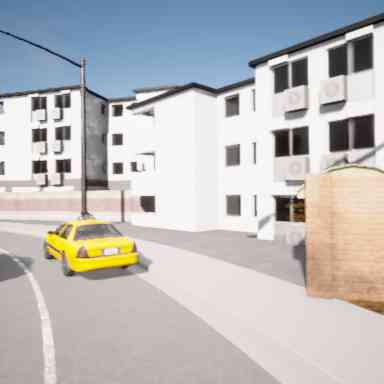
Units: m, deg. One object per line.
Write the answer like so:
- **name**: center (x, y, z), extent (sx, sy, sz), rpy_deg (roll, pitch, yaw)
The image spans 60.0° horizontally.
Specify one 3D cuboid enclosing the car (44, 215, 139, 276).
- **car**: center (-3.490, 1.534, 10.708), extent (1.801, 1.575, 5.366), rpy_deg (-1, 0, -33)
